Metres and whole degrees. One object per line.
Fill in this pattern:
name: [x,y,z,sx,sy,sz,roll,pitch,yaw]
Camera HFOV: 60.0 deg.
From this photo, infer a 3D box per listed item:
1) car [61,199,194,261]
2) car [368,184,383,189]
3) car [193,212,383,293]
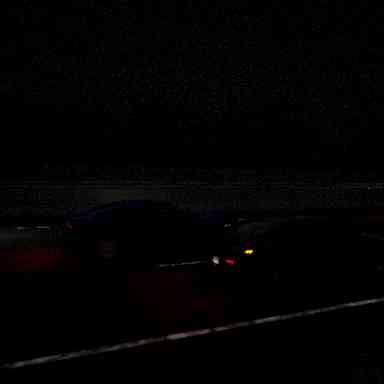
car: [-1.206,0.960,9.897,5.008,1.535,1.882,0,3,-22]
car: [27.924,-0.452,48.439,4.718,1.301,1.895,0,3,-22]
car: [2.610,1.196,7.696,4.674,1.442,1.812,0,3,-22]
